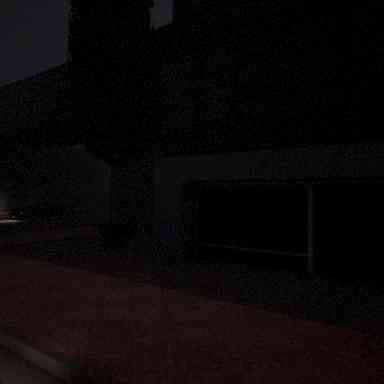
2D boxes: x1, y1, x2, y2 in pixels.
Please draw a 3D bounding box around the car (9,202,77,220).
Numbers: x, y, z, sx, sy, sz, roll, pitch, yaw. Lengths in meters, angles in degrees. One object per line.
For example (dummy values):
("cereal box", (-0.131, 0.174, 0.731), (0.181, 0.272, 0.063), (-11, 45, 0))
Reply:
("car", (-12.532, 1.546, 28.417), (2.033, 1.411, 5.357), (0, 0, 36))
